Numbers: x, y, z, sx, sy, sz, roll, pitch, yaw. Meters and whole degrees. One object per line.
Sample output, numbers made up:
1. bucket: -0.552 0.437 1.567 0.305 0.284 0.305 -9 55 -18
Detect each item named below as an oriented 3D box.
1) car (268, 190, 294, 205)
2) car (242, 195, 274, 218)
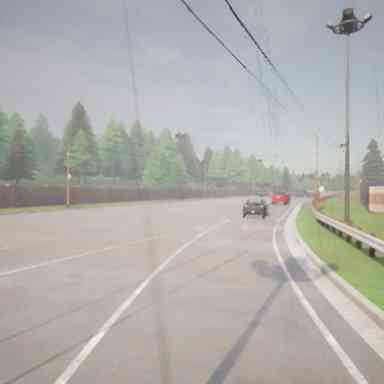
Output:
1. car: 13.424 0.859 50.013 2.150 2.045 5.566 0 0 24
2. car: 5.331 1.284 27.572 2.128 1.511 4.902 0 0 16
